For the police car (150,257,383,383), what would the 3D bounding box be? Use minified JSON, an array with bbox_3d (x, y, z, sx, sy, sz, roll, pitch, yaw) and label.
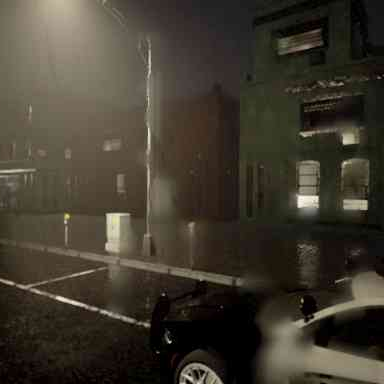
[{"bbox_3d":[1.853,1.425,3.018,5.238,1.638,1.930,0,0,35],"label":"police car"}]
